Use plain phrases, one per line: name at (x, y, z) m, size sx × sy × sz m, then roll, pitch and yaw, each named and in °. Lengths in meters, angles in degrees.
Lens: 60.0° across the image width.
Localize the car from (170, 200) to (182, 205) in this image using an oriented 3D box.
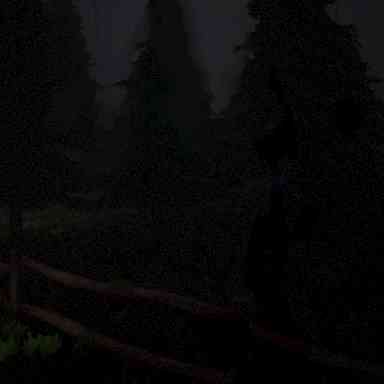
car at (-2.751, 1.591, 37.141) m, size 4.181 × 1.385 × 1.994 m, roll 0°, pitch 0°, yaw -13°
